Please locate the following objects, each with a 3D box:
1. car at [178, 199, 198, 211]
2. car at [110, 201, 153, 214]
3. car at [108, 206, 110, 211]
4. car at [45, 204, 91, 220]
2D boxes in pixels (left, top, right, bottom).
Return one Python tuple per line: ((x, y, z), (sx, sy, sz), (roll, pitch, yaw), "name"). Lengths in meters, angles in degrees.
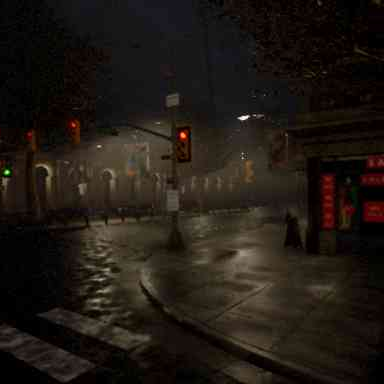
((-0.827, 1.809, 47.275), (1.882, 1.535, 5.008), (-1, 0, 36), "car")
((-6.698, 1.823, 39.172), (2.128, 1.511, 4.902), (-1, 0, 36), "car")
((-8.321, 1.963, 42.300), (1.895, 1.301, 4.718), (-1, 0, 36), "car")
((-11.885, 1.895, 31.994), (1.994, 1.385, 4.181), (-1, 0, 36), "car")
